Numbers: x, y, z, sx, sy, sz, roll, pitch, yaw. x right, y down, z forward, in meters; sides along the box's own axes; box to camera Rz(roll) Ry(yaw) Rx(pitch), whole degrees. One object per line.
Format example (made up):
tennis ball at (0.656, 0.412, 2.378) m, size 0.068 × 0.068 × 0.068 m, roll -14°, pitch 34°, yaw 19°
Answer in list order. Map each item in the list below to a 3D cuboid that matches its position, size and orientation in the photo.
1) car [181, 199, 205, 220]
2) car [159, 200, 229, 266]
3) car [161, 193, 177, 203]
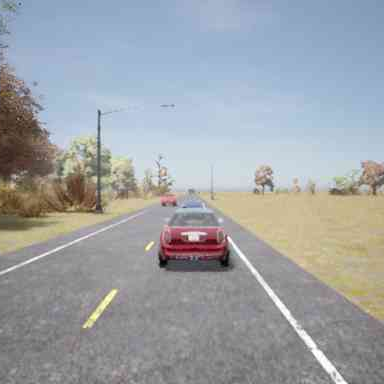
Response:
car at (0.075, 1.440, 28.487) m, size 1.882 × 1.535 × 5.008 m, roll 0°, pitch 0°, yaw 0°
car at (0.069, 1.335, 11.656) m, size 2.097 × 1.767 × 4.553 m, roll 0°, pitch 0°, yaw 0°
car at (-3.569, 1.155, 51.806) m, size 2.150 × 2.045 × 5.566 m, roll 0°, pitch 0°, yaw 0°
